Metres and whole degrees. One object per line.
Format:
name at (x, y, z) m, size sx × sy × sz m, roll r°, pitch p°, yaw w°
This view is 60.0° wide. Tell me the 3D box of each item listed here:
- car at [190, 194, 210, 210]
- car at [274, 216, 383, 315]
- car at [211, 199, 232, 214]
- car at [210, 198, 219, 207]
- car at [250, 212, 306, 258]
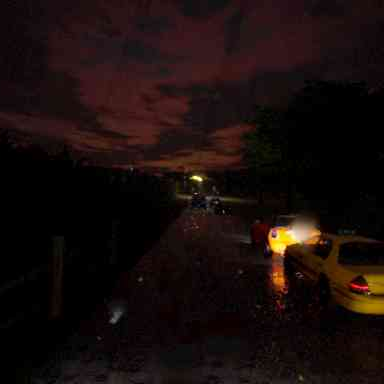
car at (0.931, 1.364, 45.840) m, size 2.150 × 2.045 × 5.566 m, roll 2°, pitch 1°, yaw 1°
car at (3.643, 1.662, 8.201) m, size 1.801 × 1.575 × 5.366 m, roll 2°, pitch 0°, yaw 1°
car at (3.576, 1.889, 39.131) m, size 1.895 × 1.301 × 4.718 m, roll 2°, pitch 0°, yaw 2°
car at (3.877, 1.662, 54.840) m, size 2.033 × 1.411 × 5.357 m, roll 2°, pitch 1°, yaw 1°
car at (3.776, 1.606, 13.983) m, size 2.097 × 1.767 × 4.553 m, roll 2°, pitch 0°, yaw 1°
